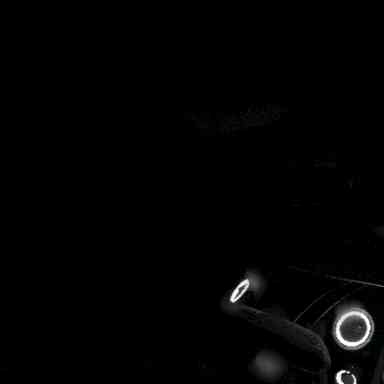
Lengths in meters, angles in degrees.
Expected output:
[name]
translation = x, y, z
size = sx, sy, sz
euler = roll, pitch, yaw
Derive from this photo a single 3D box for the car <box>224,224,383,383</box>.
[car]
translation = 2.641, 1.356, 5.061
size = 4.553, 1.767, 2.097
euler = 0, 0, -36
